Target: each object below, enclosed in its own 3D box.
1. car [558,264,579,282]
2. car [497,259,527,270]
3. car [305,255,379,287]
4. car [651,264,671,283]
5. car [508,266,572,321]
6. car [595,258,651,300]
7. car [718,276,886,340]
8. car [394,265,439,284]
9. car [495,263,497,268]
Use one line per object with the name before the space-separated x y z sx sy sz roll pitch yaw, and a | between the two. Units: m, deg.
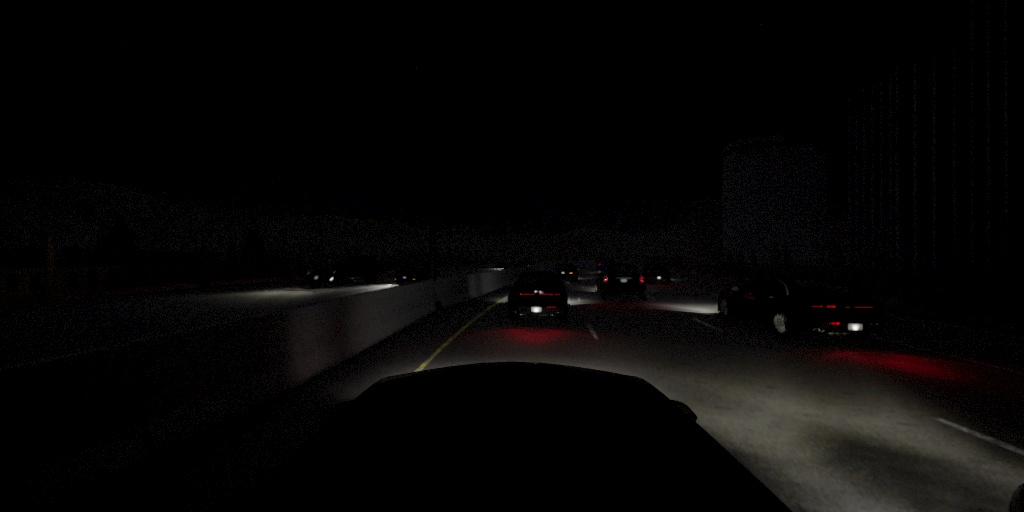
car | 4.563 1.377 30.351 2.033 1.411 5.357 0 0 14
car | 0.113 1.365 42.499 1.837 1.490 4.892 0 0 14
car | -11.369 0.971 24.575 2.150 2.045 5.566 0 0 12
car | 11.408 1.355 28.798 1.837 1.490 4.892 0 0 13
car | 0.967 1.272 12.562 1.837 1.490 4.892 0 0 7
car | 5.498 1.148 18.418 2.097 1.767 4.553 0 0 11
car | 7.724 1.296 10.209 1.837 1.490 4.892 0 0 6
car | -7.164 1.338 27.320 1.994 1.385 4.181 0 0 13
car | -1.623 1.525 64.770 1.994 1.385 4.181 0 0 14
